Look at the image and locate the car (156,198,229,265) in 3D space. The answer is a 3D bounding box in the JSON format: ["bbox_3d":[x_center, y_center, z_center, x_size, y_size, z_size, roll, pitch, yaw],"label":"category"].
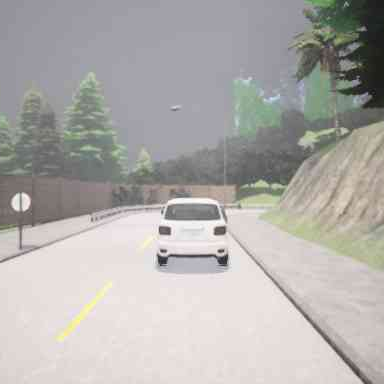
[{"bbox_3d":[0.036,1.227,11.780,2.150,2.045,5.566,0,0,1],"label":"car"}]

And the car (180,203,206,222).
[{"bbox_3d":[0.143,1.609,27.352,1.895,1.301,4.718,0,0,3],"label":"car"}]
